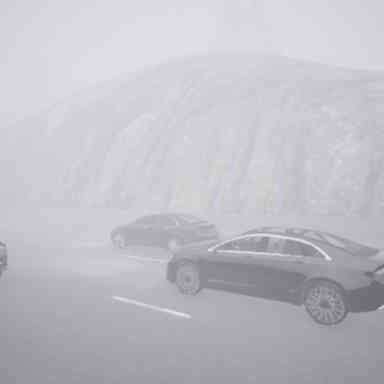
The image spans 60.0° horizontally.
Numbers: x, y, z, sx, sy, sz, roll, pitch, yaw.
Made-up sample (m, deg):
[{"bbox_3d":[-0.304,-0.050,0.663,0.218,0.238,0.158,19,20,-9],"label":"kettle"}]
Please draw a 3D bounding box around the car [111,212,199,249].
[{"bbox_3d":[-1.228,1.563,13.463,4.892,1.490,1.837,0,0,35],"label":"car"}]

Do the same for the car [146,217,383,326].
[{"bbox_3d":[1.616,1.510,7.134,4.902,1.511,2.128,0,0,36],"label":"car"}]

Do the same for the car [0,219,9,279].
[{"bbox_3d":[-6.753,1.561,8.805,4.902,1.511,2.128,0,0,35],"label":"car"}]
